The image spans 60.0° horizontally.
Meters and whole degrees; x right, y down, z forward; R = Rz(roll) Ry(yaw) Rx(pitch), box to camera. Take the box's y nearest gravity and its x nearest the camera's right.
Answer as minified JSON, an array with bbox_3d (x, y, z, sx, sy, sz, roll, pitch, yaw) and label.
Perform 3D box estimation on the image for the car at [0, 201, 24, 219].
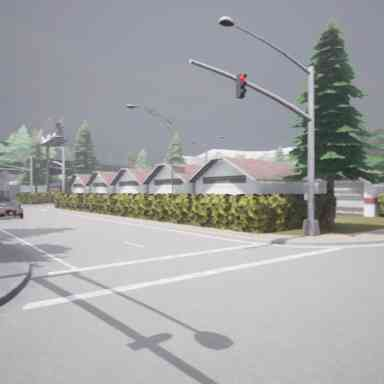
[{"bbox_3d":[-15.536,1.490,27.957,1.994,1.385,4.181,0,0,-38],"label":"car"}]
